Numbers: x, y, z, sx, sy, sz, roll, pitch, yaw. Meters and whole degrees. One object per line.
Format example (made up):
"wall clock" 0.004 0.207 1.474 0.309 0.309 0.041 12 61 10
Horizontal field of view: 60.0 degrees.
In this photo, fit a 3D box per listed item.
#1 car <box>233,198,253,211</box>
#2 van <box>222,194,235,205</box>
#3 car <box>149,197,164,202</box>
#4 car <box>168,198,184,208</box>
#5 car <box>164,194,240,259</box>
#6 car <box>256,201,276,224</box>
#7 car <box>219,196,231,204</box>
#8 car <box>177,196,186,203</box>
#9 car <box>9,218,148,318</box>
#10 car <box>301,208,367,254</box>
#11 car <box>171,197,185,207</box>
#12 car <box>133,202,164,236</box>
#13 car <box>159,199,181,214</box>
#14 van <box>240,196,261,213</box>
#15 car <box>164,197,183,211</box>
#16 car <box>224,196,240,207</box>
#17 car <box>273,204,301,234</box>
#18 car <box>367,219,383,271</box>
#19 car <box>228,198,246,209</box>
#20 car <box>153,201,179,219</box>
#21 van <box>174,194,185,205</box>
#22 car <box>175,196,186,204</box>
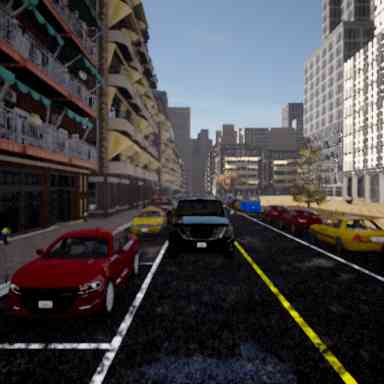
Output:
"car" 6.180 1.473 40.814 1.752 1.417 4.829 0 0 0
"van" 6.234 1.278 57.226 1.690 1.788 3.998 0 0 0
"car" -2.259 1.278 24.094 2.192 1.841 5.009 0 0 0
"car" -2.182 1.506 46.200 1.947 1.339 4.313 0 0 0
"car" 0.302 1.192 12.868 2.150 2.045 5.566 0 1 0
"car" 6.122 1.548 24.065 1.802 1.307 4.206 0 0 0
"car" 6.255 1.460 62.921 1.752 1.417 4.829 0 0 0
"car" -2.107 1.512 68.306 1.802 1.307 4.206 0 0 0
"car" -2.314 1.531 7.514 1.887 1.381 4.507 0 0 0
"car" 6.085 1.507 13.182 1.752 1.417 4.829 0 0 0
"car" -2.163 1.482 51.727 1.887 1.381 4.507 0 0 0
"car" -2.277 1.496 18.398 1.752 1.417 4.829 0 0 0
"car" -2.219 1.501 35.148 2.008 1.369 4.403 0 0 0
"van" 6.159 1.294 35.118 1.690 1.788 3.998 0 0 0
"car" -2.201 1.385 40.673 1.967 1.590 4.097 0 0 0
"car" 6.216 1.380 51.698 1.967 1.590 4.097 0 0 0
"car" 6.104 1.555 18.539 1.802 1.307 4.206 0 0 0
"car" 6.066 1.430 7.485 1.967 1.590 4.097 0 0 0
"car" 6.198 1.509 46.172 1.947 1.339 4.313 0 0 0
"car" -2.238 1.507 29.621 2.008 1.369 4.403 0 0 0
"van" -2.146 1.275 57.254 1.690 1.788 3.998 0 0 0
"car" -2.126 1.514 62.780 1.802 1.307 4.206 0 0 0
